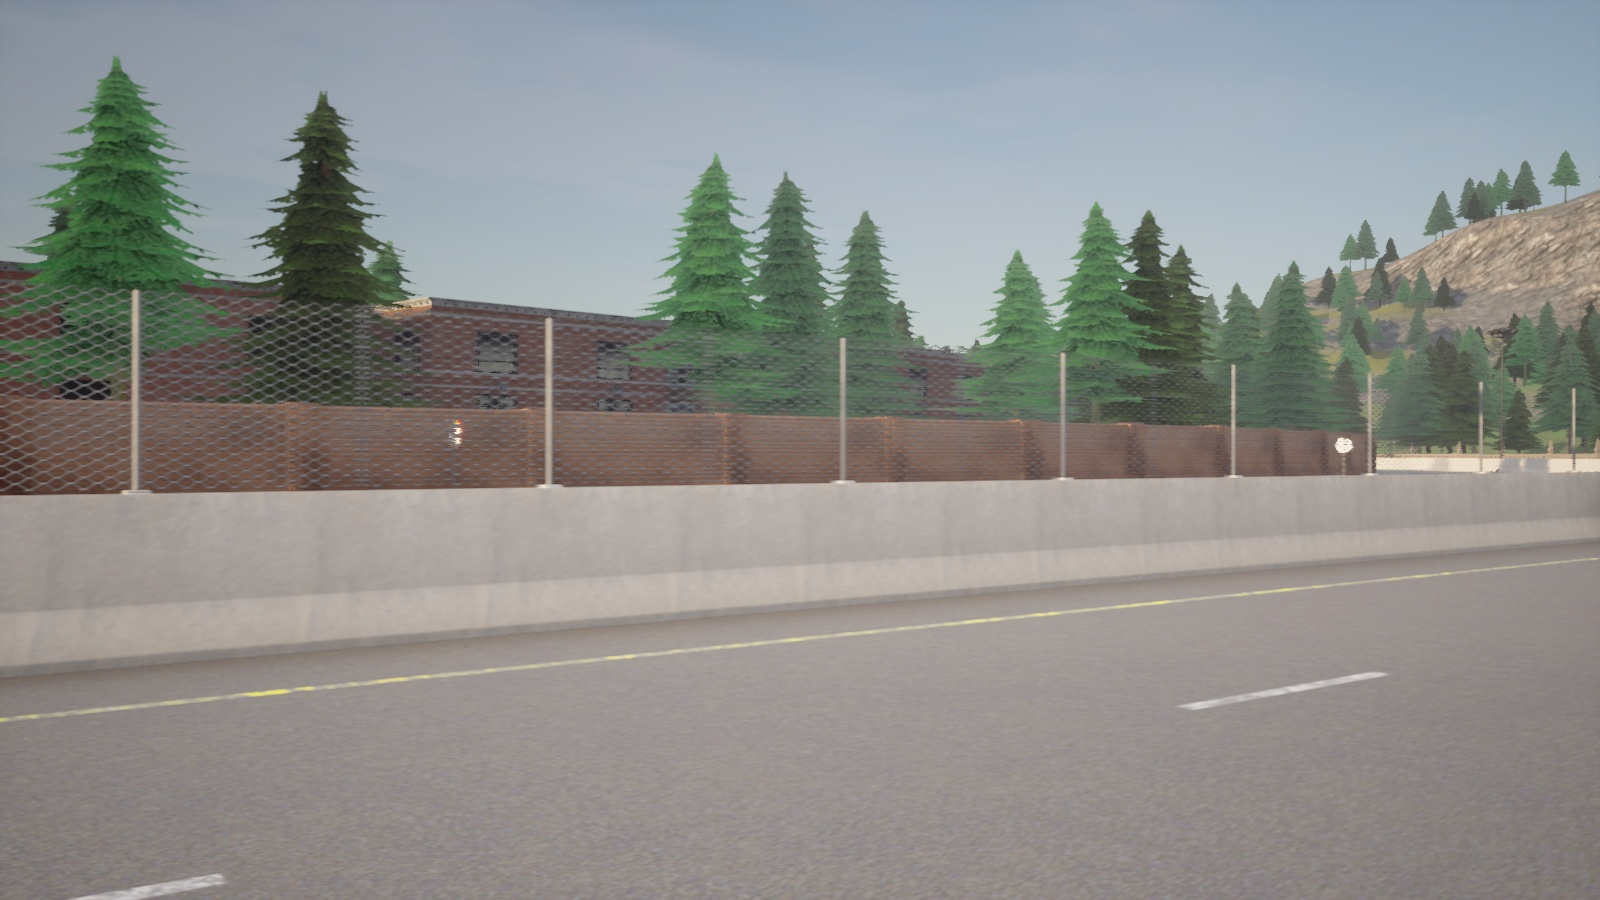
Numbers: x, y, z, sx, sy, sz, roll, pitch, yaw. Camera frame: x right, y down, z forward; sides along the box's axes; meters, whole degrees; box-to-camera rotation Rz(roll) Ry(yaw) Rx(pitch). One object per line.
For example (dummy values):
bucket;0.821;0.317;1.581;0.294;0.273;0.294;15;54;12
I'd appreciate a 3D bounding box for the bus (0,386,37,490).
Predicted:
bus;-36.973;-0.468;50.661;10.273;4.253;3.944;0;0;-36
